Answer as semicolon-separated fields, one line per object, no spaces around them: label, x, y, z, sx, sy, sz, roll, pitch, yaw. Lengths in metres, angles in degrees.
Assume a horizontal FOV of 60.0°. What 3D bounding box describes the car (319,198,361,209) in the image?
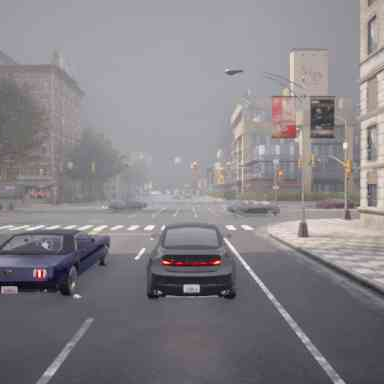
car;19.339;1.597;42.791;4.718;1.301;1.895;0;0;0

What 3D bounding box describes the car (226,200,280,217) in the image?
car;5.678;1.488;31.005;4.902;1.511;2.128;0;0;0

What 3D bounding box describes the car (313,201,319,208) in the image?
car;19.296;1.521;46.290;4.674;1.442;1.812;0;0;0

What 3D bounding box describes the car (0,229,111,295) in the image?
car;-3.516;1.600;8.634;1.895;1.301;4.718;0;0;0

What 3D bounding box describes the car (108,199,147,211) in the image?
car;-7.846;1.543;41.016;2.033;1.411;5.357;0;0;33

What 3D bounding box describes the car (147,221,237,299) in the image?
car;-0.016;1.504;8.455;1.837;1.490;4.892;0;0;0
